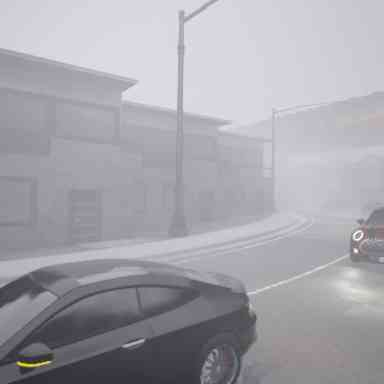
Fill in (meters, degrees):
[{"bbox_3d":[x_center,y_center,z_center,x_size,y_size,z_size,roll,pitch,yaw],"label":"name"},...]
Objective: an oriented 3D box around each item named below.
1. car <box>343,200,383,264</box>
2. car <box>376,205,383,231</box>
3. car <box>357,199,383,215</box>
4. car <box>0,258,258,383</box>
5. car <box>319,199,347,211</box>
[{"bbox_3d":[6.795,1.309,11.106,2.097,1.767,4.553,0,1,37],"label":"car"},{"bbox_3d":[12.294,1.509,19.802,1.895,1.301,4.718,1,0,24],"label":"car"},{"bbox_3d":[19.908,1.573,35.680,2.128,1.511,4.902,1,-1,4],"label":"car"},{"bbox_3d":[-1.265,1.525,3.482,4.674,1.442,1.812,0,0,-38],"label":"car"},{"bbox_3d":[19.376,1.773,45.773,1.837,1.490,4.892,1,-1,-8],"label":"car"}]
